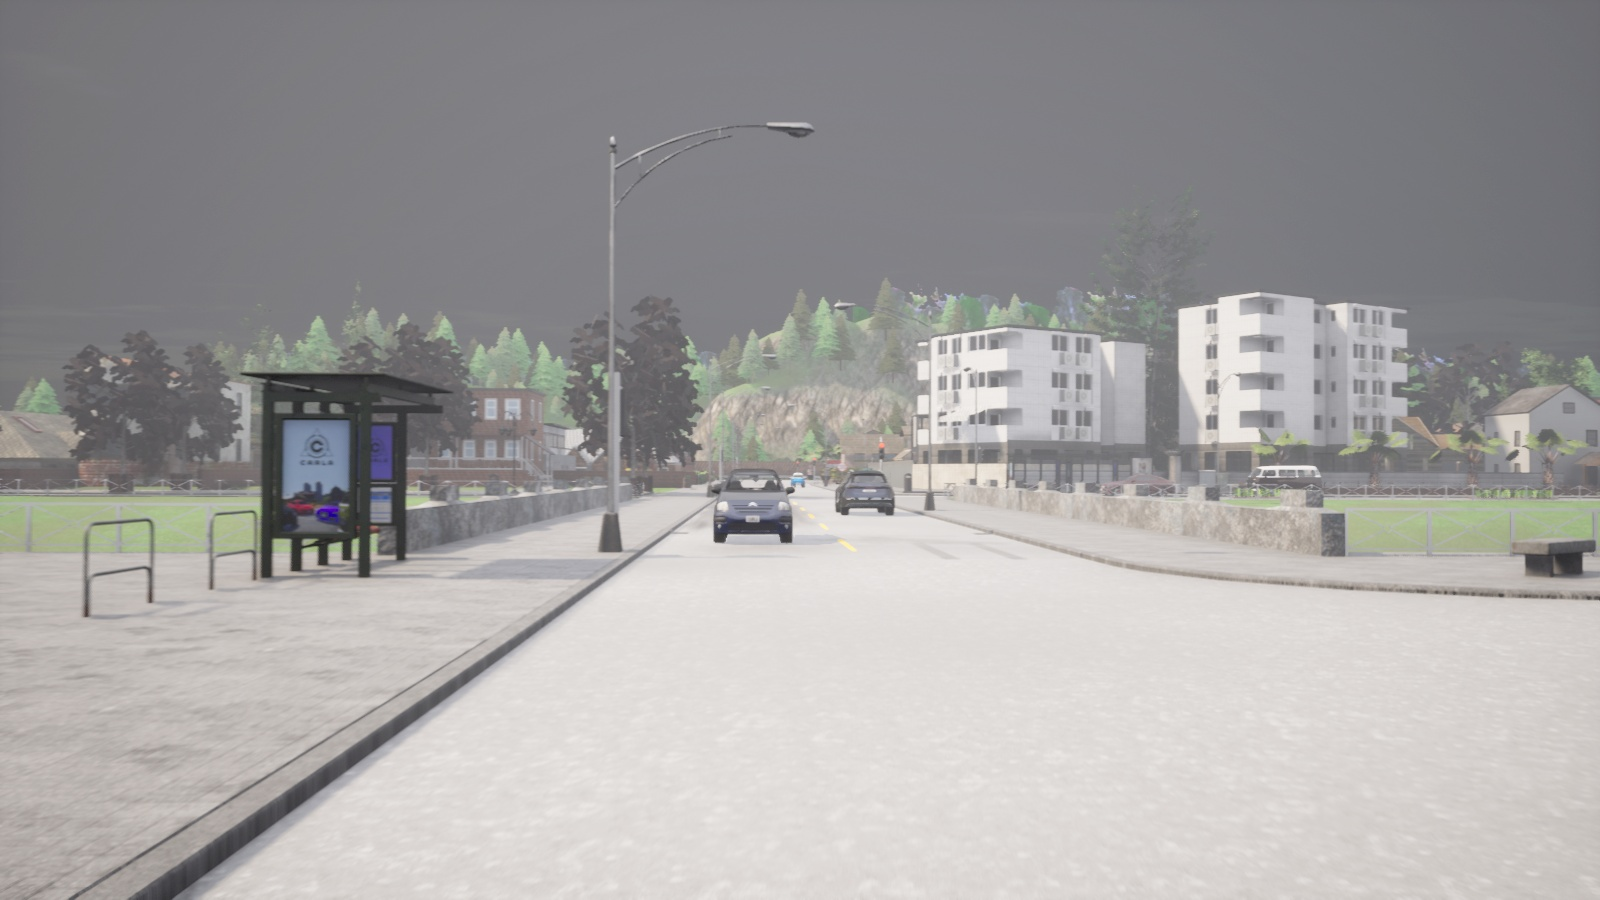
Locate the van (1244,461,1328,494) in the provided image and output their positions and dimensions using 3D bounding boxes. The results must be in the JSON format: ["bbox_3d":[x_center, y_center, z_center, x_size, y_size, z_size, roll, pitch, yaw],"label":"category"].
[{"bbox_3d":[30.842,1.763,79.777,4.480,2.038,2.069,0,-1,-2],"label":"van"}]

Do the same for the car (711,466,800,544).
[{"bbox_3d":[-0.995,1.190,28.237,1.851,1.617,3.988,0,-1,-2],"label":"car"}]

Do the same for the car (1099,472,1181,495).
[{"bbox_3d":[21.490,2.094,79.466,4.674,1.442,1.812,0,-1,-2],"label":"car"}]

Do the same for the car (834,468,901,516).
[{"bbox_3d":[2.415,1.508,46.092,2.033,1.649,4.856,0,-1,-2],"label":"car"}]
